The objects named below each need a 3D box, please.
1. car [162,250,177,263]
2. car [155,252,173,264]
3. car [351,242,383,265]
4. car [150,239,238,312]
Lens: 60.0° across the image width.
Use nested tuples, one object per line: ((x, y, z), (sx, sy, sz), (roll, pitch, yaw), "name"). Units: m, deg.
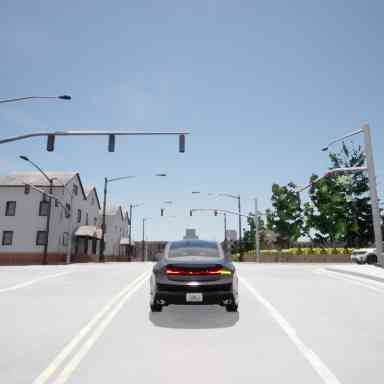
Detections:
((-3.751, 10.882, 55.679), (2.150, 2.045, 5.566), (0, -12, 0), "car")
((-3.732, 8.984, 45.166), (2.128, 1.511, 4.902), (0, -12, 0), "car")
((16.796, 5.314, 28.829), (5.566, 2.045, 2.150), (0, -12, 1), "car")
((0.046, 1.985, 8.588), (1.837, 1.490, 4.892), (0, -7, 0), "car")
